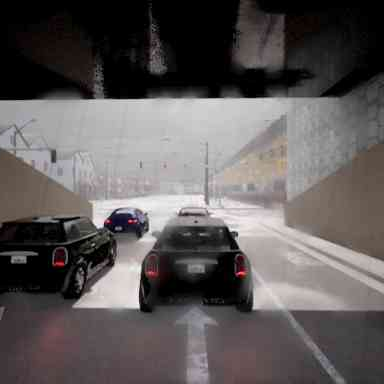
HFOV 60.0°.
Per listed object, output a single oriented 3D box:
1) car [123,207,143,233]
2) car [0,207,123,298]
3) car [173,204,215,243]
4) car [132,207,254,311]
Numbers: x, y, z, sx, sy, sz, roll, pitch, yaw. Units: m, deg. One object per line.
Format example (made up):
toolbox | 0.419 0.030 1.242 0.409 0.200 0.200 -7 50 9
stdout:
car | -3.411 1.535 17.730 1.812 1.442 4.674 0 0 0
car | -3.415 1.357 8.678 2.097 1.767 4.553 0 0 0
car | 0.089 1.487 17.183 1.882 1.535 5.008 0 0 0
car | 0.080 1.356 7.916 2.097 1.767 4.553 0 0 0
